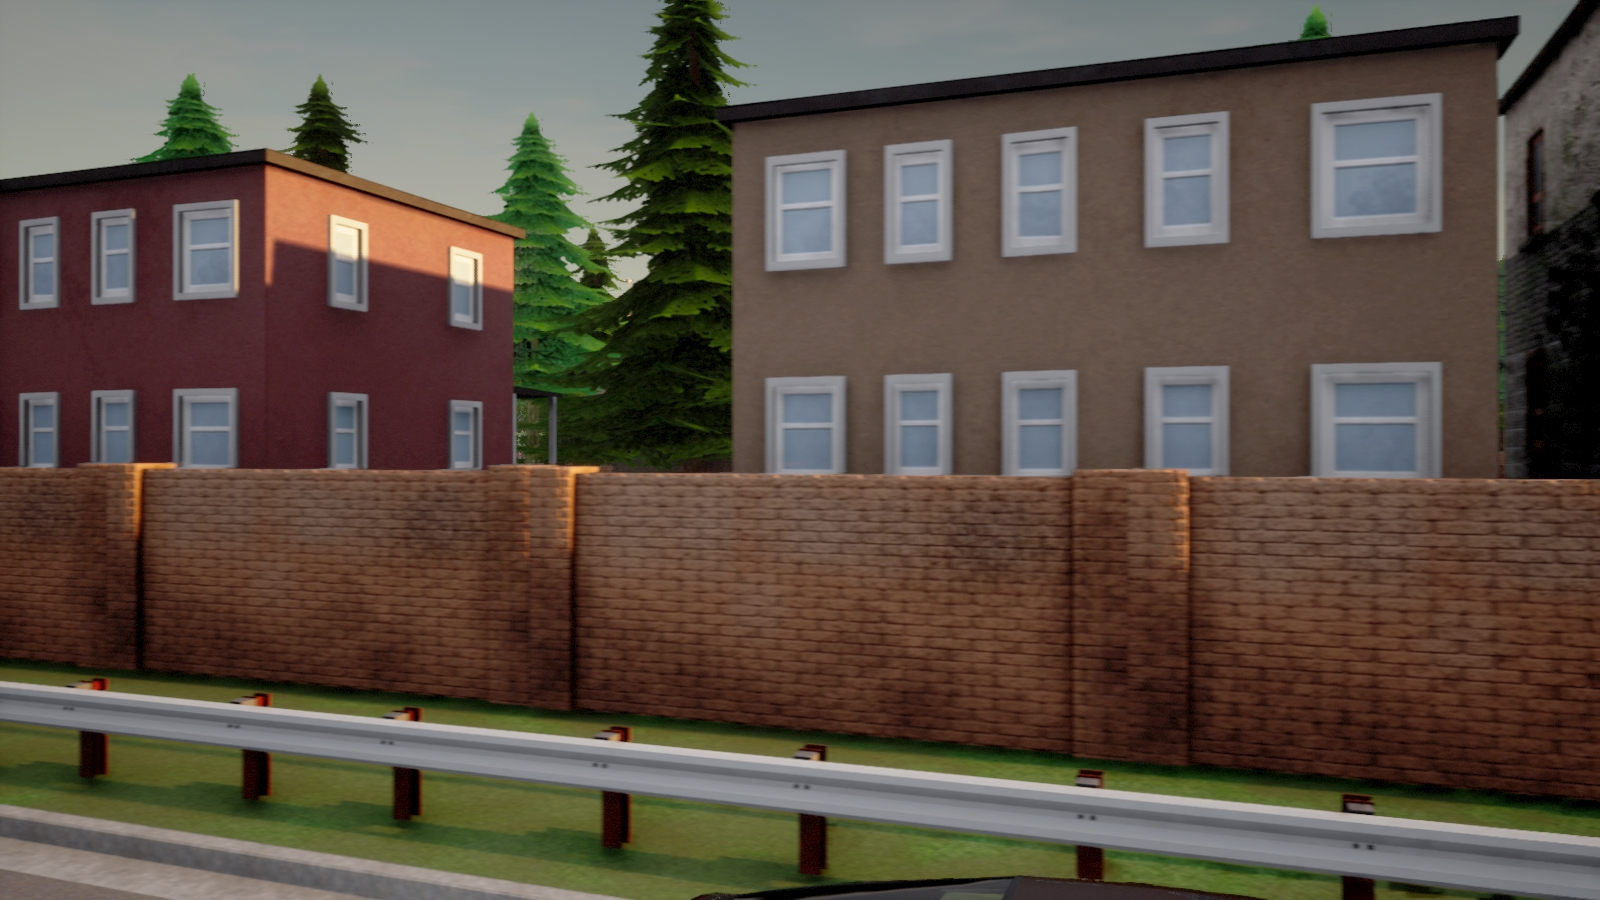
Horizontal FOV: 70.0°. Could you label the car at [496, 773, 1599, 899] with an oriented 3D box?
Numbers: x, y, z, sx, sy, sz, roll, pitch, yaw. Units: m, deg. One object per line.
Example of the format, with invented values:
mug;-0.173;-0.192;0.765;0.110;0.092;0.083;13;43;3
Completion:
car;1.378;2.040;2.799;4.514;1.525;2.007;0;0;20
